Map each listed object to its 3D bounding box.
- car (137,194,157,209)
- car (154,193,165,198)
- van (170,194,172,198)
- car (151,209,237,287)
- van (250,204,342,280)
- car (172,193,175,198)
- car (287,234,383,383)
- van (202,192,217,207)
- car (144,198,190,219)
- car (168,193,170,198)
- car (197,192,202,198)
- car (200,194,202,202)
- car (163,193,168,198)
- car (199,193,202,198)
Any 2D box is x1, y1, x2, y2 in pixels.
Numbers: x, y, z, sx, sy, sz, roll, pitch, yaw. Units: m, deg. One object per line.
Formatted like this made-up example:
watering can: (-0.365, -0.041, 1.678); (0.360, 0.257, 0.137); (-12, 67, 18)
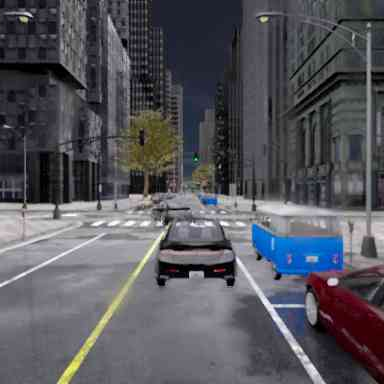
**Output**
car: (-5.851, 1.354, 41.891); (1.752, 1.417, 4.829); (0, 0, 0)
car: (-5.867, 1.334, 52.641); (1.887, 1.381, 4.507); (0, 0, 0)
van: (-5.910, 1.060, 73.796); (1.690, 1.788, 3.998); (0, 0, 0)
car: (0.081, 1.451, 9.173); (2.128, 1.511, 4.902); (0, 0, 0)
van: (2.761, 1.299, 9.492); (1.690, 1.788, 3.998); (0, 0, 0)
car: (-5.933, 1.252, 84.374); (1.947, 1.339, 4.313); (0, 0, 0)
car: (2.771, 1.526, 3.967); (1.887, 1.381, 4.507); (0, 0, 0)
van: (2.669, 1.149, 47.476); (1.690, 1.788, 3.998); (0, 0, 0)
car: (-1.508, 1.391, 22.748); (2.128, 1.511, 4.902); (0, 0, -21)
car: (-5.889, 1.304, 63.219); (2.008, 1.369, 4.403); (0, 0, 0)
car: (2.624, 1.284, 69.129); (2.008, 1.369, 4.403); (0, 0, 0)
car: (2.657, 1.354, 52.890); (1.947, 1.339, 4.313); (0, 0, 0)
car: (-5.878, 1.086, 57.930); (2.192, 1.841, 5.009); (0, 0, 0)
car: (2.646, 1.314, 58.303); (1.887, 1.381, 4.507); (0, 0, 0)
